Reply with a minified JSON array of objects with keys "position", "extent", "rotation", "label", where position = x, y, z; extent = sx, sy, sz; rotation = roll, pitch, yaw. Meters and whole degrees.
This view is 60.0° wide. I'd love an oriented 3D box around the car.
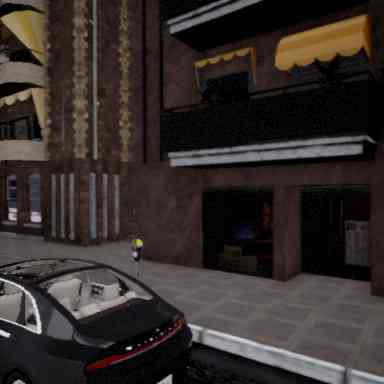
[{"position":[-2.055,1.564,4.335],"extent":[4.403,1.369,2.008],"rotation":[0,0,35],"label":"car"}]
